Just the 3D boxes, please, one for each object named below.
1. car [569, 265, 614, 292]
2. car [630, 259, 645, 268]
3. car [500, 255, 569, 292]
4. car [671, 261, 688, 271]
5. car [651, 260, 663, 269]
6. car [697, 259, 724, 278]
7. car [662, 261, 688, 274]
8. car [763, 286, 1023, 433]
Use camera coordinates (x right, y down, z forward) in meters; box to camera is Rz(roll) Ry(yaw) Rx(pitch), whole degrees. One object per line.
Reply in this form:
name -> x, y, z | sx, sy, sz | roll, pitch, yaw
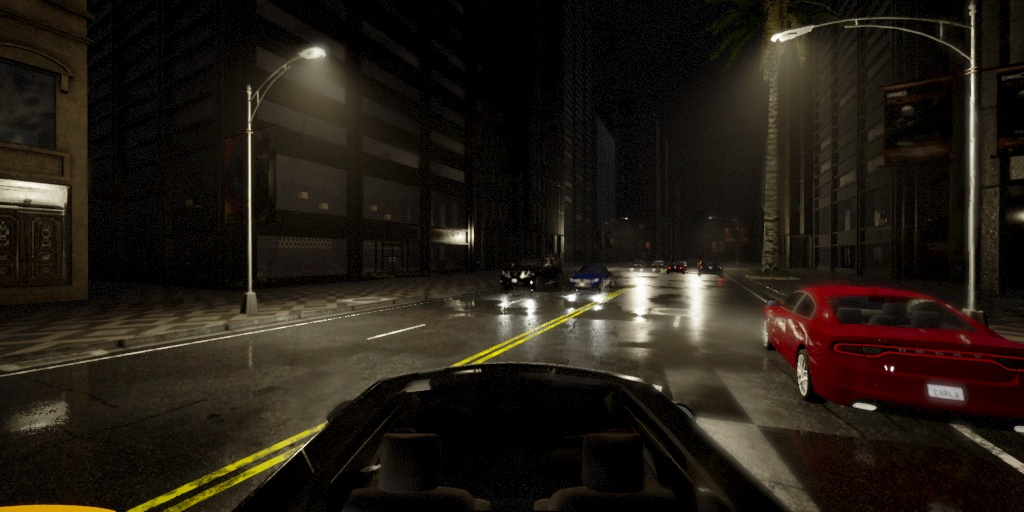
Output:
car -> 4.835, 1.280, 21.422 | 1.812, 1.442, 4.674 | 0, 0, 27
car -> 21.033, 1.295, 59.950 | 1.837, 1.490, 4.892 | 0, 0, 28
car -> 1.386, 0.975, 21.823 | 2.150, 2.045, 5.566 | 0, 0, 27
car -> 23.523, 1.380, 50.221 | 1.895, 1.301, 4.718 | 0, 0, 27
car -> 24.014, 1.337, 58.632 | 2.033, 1.411, 5.357 | 0, 0, 28
car -> 19.280, 1.117, 34.899 | 2.097, 1.767, 4.553 | 0, 0, 27
car -> 18.638, 1.317, 40.721 | 2.033, 1.411, 5.357 | 0, 0, 27
car -> 5.512, 1.228, 5.819 | 1.882, 1.535, 5.008 | 0, 0, 27
